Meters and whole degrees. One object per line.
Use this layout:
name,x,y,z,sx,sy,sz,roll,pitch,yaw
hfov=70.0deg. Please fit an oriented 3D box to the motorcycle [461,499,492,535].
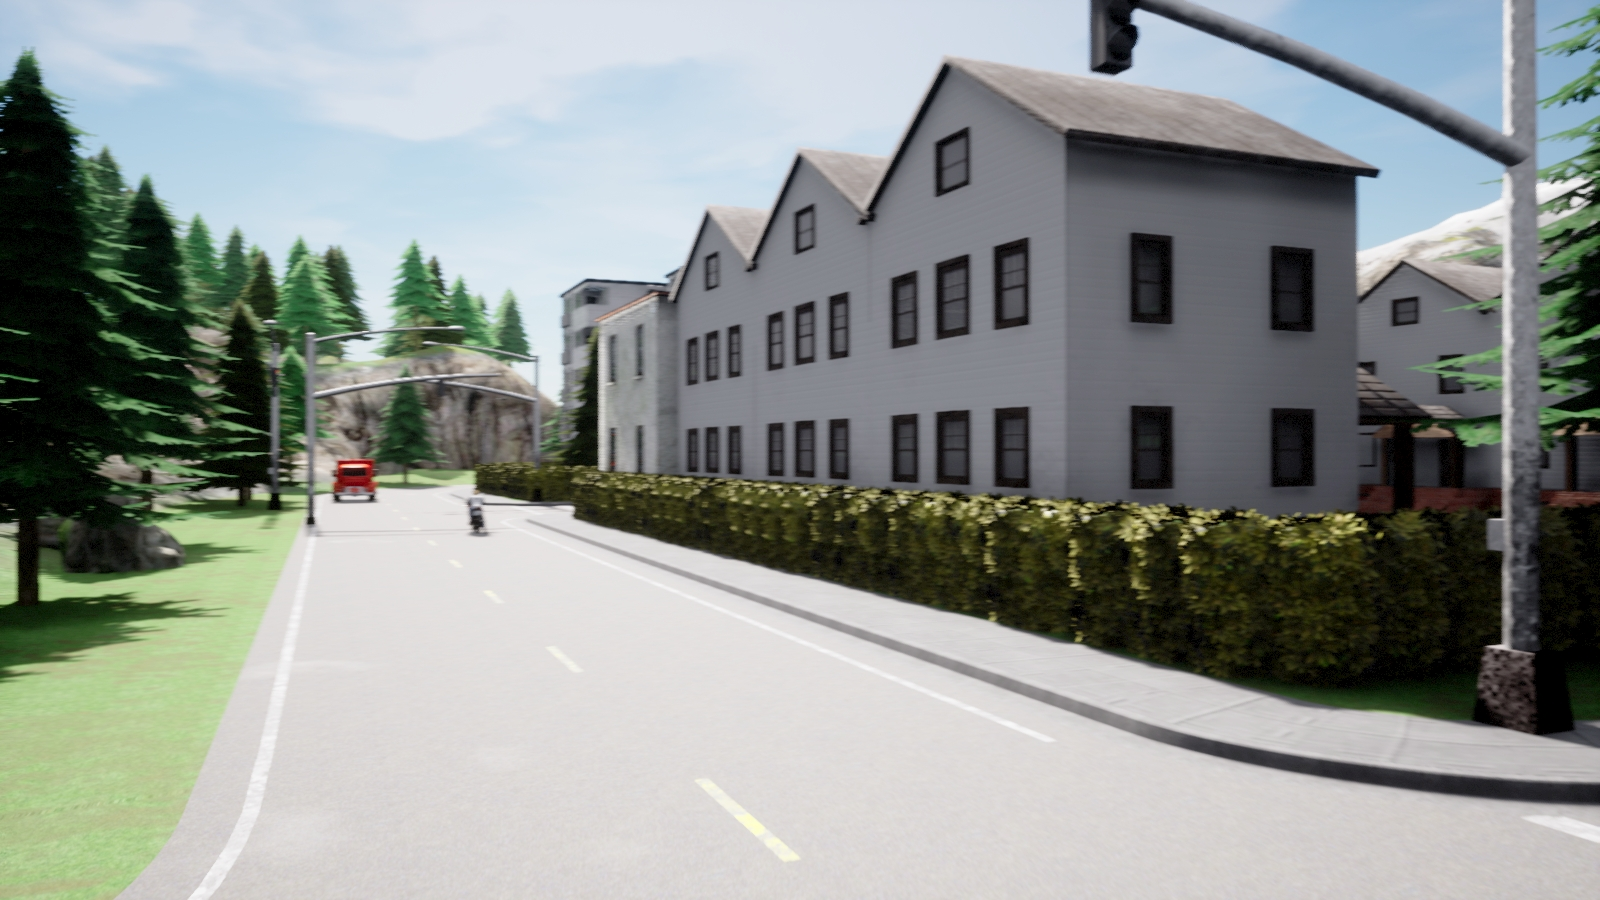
motorcycle,-11.355,2.321,40.041,0.803,1.145,2.033,0,0,-22

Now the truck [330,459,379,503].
truck,-26.604,1.778,68.262,2.627,2.467,5.204,0,0,-21
